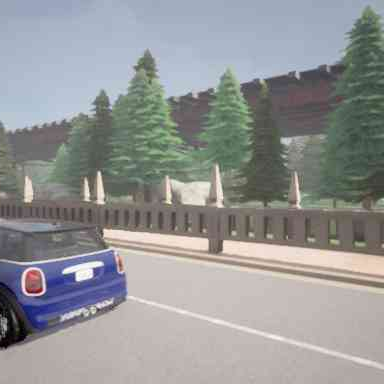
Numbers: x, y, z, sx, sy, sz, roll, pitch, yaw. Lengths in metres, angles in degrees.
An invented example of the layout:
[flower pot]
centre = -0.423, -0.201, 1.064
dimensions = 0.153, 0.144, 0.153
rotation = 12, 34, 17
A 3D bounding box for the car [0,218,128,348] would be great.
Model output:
[car]
centre = -3.414, 1.299, 6.456
dimensions = 4.553, 1.767, 2.097
rotation = 1, 0, 36
